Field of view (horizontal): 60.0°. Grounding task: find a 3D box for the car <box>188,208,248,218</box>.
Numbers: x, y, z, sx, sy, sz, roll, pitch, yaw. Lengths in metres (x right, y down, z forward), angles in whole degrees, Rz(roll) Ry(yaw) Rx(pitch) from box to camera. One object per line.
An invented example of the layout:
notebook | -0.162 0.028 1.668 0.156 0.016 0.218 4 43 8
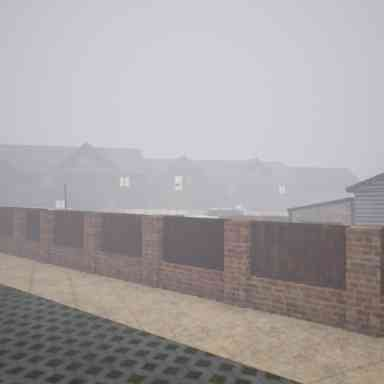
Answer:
car | 2.092 2.300 27.202 5.566 2.045 2.150 2 -2 -22
